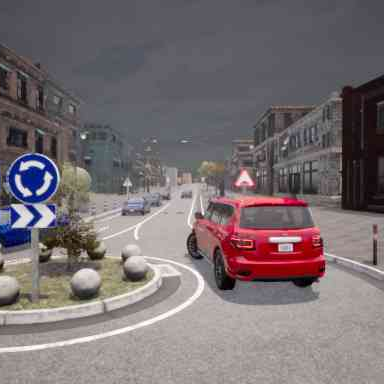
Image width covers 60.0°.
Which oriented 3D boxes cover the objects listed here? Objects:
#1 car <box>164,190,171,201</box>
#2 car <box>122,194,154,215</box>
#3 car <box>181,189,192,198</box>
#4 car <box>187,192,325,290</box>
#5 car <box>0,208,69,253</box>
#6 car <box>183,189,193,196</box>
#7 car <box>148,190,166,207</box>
[{"bbox_3d":[-4.272,0.492,50.403,1.882,1.535,5.008,0,2,1],"label":"car"},{"bbox_3d":[-4.730,1.164,28.725,1.812,1.442,4.674,0,1,1],"label":"car"},{"bbox_3d":[-0.939,0.363,59.150,2.033,1.411,5.357,0,1,2],"label":"car"},{"bbox_3d":[1.397,1.141,9.103,2.150,2.045,5.566,0,1,-9],"label":"car"},{"bbox_3d":[-6.882,1.355,12.797,1.882,1.535,5.008,0,0,18],"label":"car"},{"bbox_3d":[-0.824,0.138,70.434,1.812,1.442,4.674,0,1,1],"label":"car"},{"bbox_3d":[-4.517,0.887,38.684,1.837,1.490,4.892,0,2,1],"label":"car"}]
